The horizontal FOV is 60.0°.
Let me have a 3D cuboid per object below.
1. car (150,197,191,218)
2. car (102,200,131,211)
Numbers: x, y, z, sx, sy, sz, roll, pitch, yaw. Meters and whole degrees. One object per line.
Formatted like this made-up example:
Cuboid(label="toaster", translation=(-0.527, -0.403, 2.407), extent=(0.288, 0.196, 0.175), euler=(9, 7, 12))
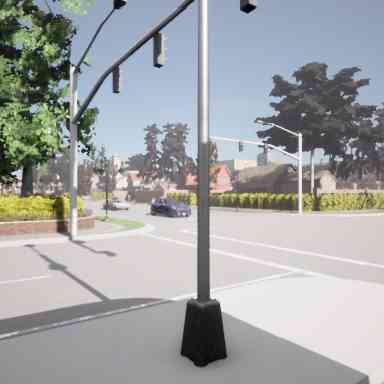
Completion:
Cuboid(label="car", translation=(-2.005, 1.351, 30.831), extent=(2.097, 1.767, 4.553), euler=(0, 0, -36))
Cuboid(label="car", translation=(-9.287, 1.600, 40.900), extent=(1.895, 1.301, 4.718), euler=(0, 0, -36))
